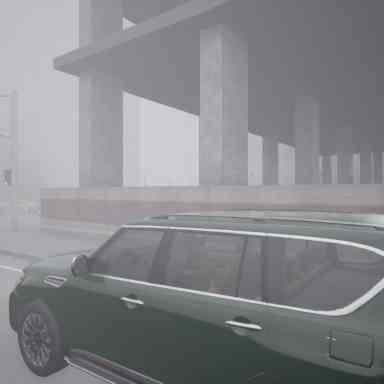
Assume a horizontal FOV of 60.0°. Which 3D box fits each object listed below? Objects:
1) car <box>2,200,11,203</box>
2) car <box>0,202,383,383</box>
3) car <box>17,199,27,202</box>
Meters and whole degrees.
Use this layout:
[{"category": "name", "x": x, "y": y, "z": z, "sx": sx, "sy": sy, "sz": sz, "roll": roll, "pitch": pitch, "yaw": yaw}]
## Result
[{"category": "car", "x": -18.332, "y": 1.533, "z": 33.759, "sx": 1.882, "sy": 1.535, "sz": 5.008, "roll": 0, "pitch": 0, "yaw": 36}, {"category": "car", "x": 0.130, "y": 1.221, "z": 3.890, "sx": 5.566, "sy": 2.045, "sz": 2.150, "roll": 0, "pitch": 0, "yaw": 35}, {"category": "car", "x": -14.282, "y": 1.547, "z": 33.407, "sx": 2.128, "sy": 1.511, "sz": 4.902, "roll": 0, "pitch": 0, "yaw": 36}]
